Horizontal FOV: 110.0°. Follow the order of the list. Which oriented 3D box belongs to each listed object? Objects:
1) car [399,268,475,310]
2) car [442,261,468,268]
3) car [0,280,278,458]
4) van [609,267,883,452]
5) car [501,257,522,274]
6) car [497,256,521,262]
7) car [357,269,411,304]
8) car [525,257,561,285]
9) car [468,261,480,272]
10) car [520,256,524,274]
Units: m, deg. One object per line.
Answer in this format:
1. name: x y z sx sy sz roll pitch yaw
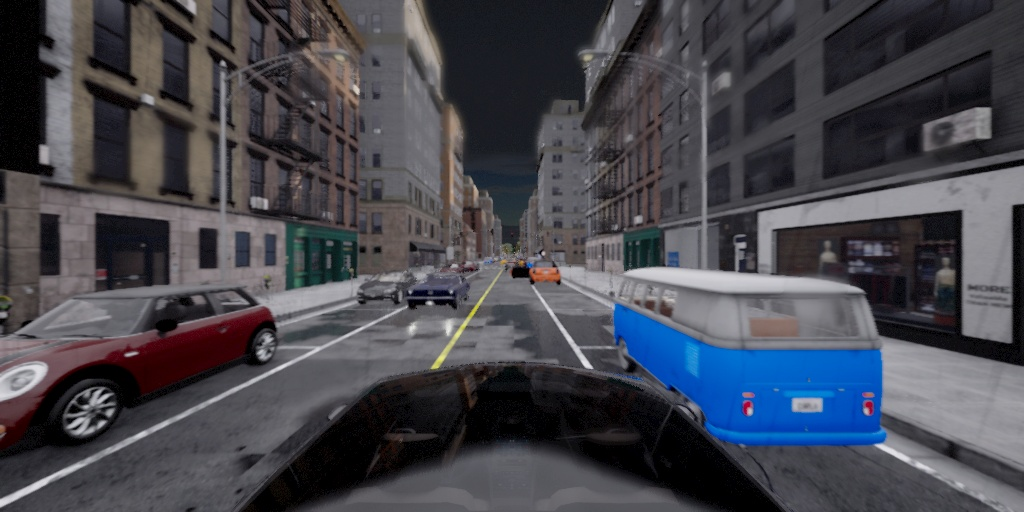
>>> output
1. car: -2.851 1.345 14.717 1.895 1.301 4.718 0 0 0
2. car: -5.391 1.319 32.604 1.802 1.307 4.207 0 0 0
3. car: -5.388 1.188 5.049 1.967 1.591 4.097 0 0 0
4. van: 2.637 1.089 5.050 1.690 1.789 3.998 0 0 0
5. car: 0.038 1.220 49.392 2.128 1.511 4.902 0 0 1
6. car: 0.293 1.189 63.658 5.008 1.535 1.882 0 0 35
7. car: -5.389 1.294 16.071 2.007 1.370 4.403 0 0 0
8. car: 2.260 1.092 25.923 2.097 1.767 4.553 0 0 0
9. car: -5.392 1.277 43.626 1.888 1.381 4.507 0 0 0
10. car: 2.632 1.044 49.138 2.192 1.841 5.009 0 0 0
